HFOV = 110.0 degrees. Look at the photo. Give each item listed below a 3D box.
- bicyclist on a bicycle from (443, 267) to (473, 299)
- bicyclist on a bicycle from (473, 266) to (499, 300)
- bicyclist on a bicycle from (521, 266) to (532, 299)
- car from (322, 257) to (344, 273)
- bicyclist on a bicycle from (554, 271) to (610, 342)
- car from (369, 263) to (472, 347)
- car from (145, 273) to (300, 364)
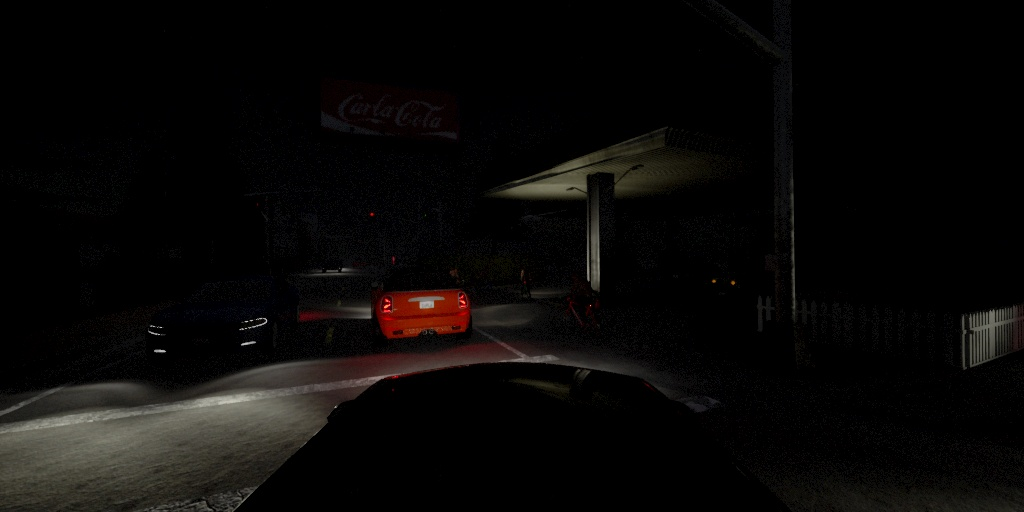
[{"bbox_3d":[-2.701,1.304,16.397,1.656,1.620,0.582,1,0,37],"label":"bicyclist on a bicycle"},{"bbox_3d":[-1.400,1.331,17.785,1.656,1.620,0.582,0,0,-21],"label":"bicyclist on a bicycle"},{"bbox_3d":[0.708,1.322,17.910,0.582,1.620,1.656,-1,0,16],"label":"bicyclist on a bicycle"},{"bbox_3d":[-23.929,1.146,47.732,2.150,2.045,5.566,0,0,-25],"label":"car"},{"bbox_3d":[1.666,1.196,8.705,0.582,1.620,1.656,3,-2,-43],"label":"bicyclist on a bicycle"},{"bbox_3d":[-2.586,1.048,9.470,2.097,1.767,4.553,0,0,-22],"label":"car"},{"bbox_3d":[-6.294,1.204,8.383,1.882,1.535,5.008,0,0,-24],"label":"car"}]
